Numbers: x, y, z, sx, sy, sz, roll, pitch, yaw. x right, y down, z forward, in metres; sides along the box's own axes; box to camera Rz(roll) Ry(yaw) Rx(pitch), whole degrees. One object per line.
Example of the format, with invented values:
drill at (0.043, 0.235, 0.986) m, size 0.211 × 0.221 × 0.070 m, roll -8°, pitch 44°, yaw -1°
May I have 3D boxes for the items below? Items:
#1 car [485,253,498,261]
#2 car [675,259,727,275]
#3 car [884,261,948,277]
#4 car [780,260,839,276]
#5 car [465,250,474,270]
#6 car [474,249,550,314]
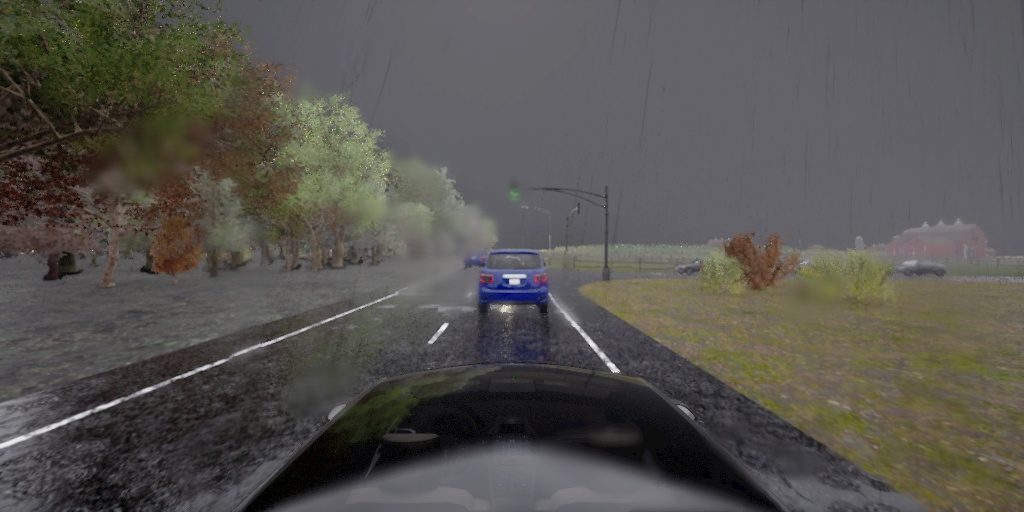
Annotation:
car at (-3.685, 0.183, 64.804) m, size 2.033 × 1.411 × 5.357 m, roll 0°, pitch 1°, yaw 0°
car at (17.558, 0.973, 33.129) m, size 4.674 × 1.442 × 1.812 m, roll 1°, pitch 0°, yaw 1°
car at (37.269, 1.192, 33.096) m, size 4.674 × 1.442 × 1.812 m, roll 1°, pitch 0°, yaw 0°
car at (27.382, 1.082, 33.095) m, size 4.674 × 1.442 × 1.812 m, roll 1°, pitch 0°, yaw 0°
car at (-3.561, 0.344, 37.479) m, size 2.150 × 2.045 × 5.566 m, roll 0°, pitch 1°, yaw 0°
car at (0.068, 0.777, 12.793) m, size 2.150 × 2.045 × 5.566 m, roll 0°, pitch 1°, yaw 0°
